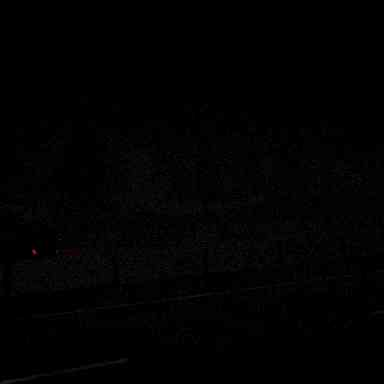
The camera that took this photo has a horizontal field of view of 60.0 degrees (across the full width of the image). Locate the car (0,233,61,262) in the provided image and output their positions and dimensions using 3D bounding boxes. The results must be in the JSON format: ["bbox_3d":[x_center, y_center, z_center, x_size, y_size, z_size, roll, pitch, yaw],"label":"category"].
[{"bbox_3d":[-11.434,3.687,22.232,4.902,1.511,2.128,-1,-5,-20],"label":"car"}]

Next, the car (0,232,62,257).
[{"bbox_3d":[-12.632,3.985,25.507,4.902,1.511,2.128,-1,-5,-20],"label":"car"}]

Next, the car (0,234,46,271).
[{"bbox_3d":[-9.514,2.959,15.524,4.553,1.767,2.097,-1,-5,-20],"label":"car"}]

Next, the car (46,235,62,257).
[{"bbox_3d":[-10.249,3.389,18.952,4.902,1.511,2.128,-1,-5,-20],"label":"car"}]
